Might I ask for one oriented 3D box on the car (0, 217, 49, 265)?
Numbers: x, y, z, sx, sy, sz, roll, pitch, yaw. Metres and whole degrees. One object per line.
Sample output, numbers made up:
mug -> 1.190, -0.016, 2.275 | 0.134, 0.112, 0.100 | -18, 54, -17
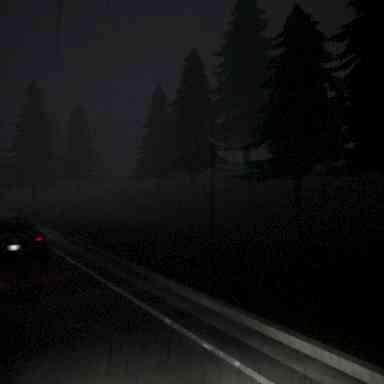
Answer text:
car -> -6.054, 1.492, 10.855 | 1.994, 1.385, 4.181 | 0, 1, -35
